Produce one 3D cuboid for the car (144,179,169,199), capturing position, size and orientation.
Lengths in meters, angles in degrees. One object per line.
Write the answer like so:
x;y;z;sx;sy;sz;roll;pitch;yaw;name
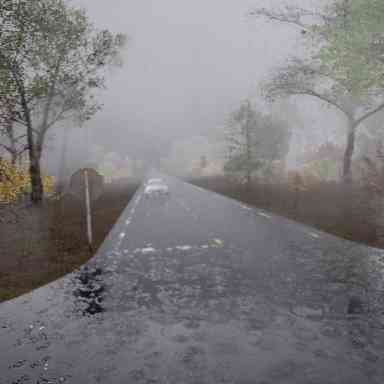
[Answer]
-2.905;-0.313;27.107;1.812;1.442;4.674;-3;4;-7;car
